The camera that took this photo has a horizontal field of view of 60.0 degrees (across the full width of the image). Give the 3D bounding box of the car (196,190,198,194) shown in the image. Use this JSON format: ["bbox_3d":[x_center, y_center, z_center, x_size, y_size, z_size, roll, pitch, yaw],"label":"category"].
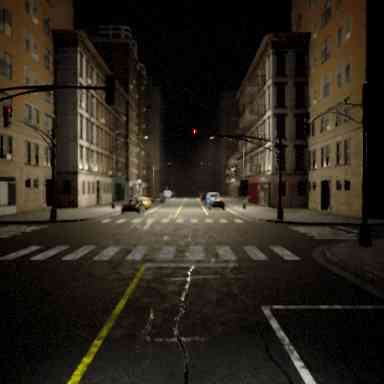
[{"bbox_3d":[2.630,0.709,90.237,1.887,1.381,4.507,0,1,0],"label":"car"}]

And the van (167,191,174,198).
[{"bbox_3d":[-5.462,0.556,84.826,1.690,1.788,3.998,0,1,0],"label":"van"}]

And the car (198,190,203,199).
[{"bbox_3d":[2.630,0.779,57.799,2.192,1.841,5.009,0,1,0],"label":"car"}]

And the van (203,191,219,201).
[{"bbox_3d":[2.630,0.955,41.581,1.690,1.788,3.998,0,1,0],"label":"van"}]

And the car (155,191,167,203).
[{"bbox_3d":[-5.424,0.954,52.391,1.967,1.590,4.097,0,1,0],"label":"car"}]

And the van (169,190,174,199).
[{"bbox_3d":[-5.449,0.656,74.013,1.690,1.788,3.998,0,1,0],"label":"van"}]

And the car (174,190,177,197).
[{"bbox_3d":[-5.456,0.580,79.419,2.192,1.841,5.009,0,1,0],"label":"car"}]

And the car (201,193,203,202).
[{"bbox_3d":[2.630,1.146,46.990,1.802,1.307,4.206,0,1,0],"label":"car"}]

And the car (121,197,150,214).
[{"bbox_3d":[-5.398,1.265,30.768,2.008,1.369,4.403,0,1,0],"label":"car"}]

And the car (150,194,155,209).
[{"bbox_3d":[-5.404,1.191,36.004,1.752,1.417,4.829,0,1,0],"label":"car"}]

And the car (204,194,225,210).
[{"bbox_3d":[2.630,1.215,36.177,2.008,1.369,4.403,0,1,0],"label":"car"}]

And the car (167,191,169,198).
[{"bbox_3d":[-5.430,0.991,57.628,1.752,1.417,4.829,0,1,0],"label":"car"}]
